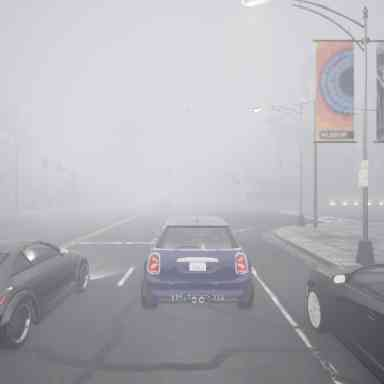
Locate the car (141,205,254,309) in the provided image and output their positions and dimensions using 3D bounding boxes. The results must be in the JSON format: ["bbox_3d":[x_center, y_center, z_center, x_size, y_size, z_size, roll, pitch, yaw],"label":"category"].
[{"bbox_3d":[0.099,1.352,8.044,2.097,1.767,4.553,0,0,0],"label":"car"}]

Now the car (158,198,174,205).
[{"bbox_3d":[-3.403,1.547,43.413,2.033,1.411,5.357,0,0,0],"label":"car"}]

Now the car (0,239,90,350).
[{"bbox_3d":[-3.401,1.564,6.224,1.994,1.385,4.181,0,0,0],"label":"car"}]

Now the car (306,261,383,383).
[{"bbox_3d":[2.900,1.480,3.761,2.097,1.535,5.008,0,0,0],"label":"car"}]
